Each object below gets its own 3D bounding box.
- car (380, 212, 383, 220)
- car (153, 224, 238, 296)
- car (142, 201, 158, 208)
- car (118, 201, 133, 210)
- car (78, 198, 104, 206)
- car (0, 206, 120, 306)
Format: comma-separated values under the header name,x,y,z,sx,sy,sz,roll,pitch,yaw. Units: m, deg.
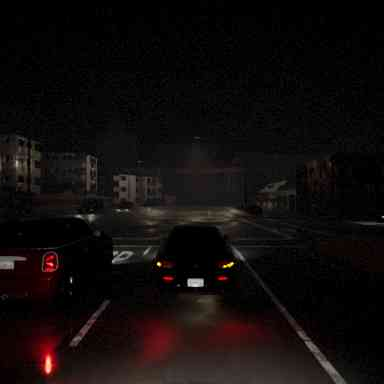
name,x,y,z,sx,sy,sz,roll,pitch,yaw
car,17.878,1.792,26.834,4.892,1.490,1.837,0,-1,1
car,0.078,1.563,8.608,1.812,1.442,4.674,0,0,0
car,-9.350,2.739,75.184,1.837,1.490,4.892,0,-1,22
car,-12.412,2.462,62.270,1.882,1.535,5.008,0,-1,6
car,-13.515,1.857,44.773,2.150,2.045,5.566,0,0,3
car,-3.430,1.388,8.277,2.097,1.767,4.553,0,0,0
